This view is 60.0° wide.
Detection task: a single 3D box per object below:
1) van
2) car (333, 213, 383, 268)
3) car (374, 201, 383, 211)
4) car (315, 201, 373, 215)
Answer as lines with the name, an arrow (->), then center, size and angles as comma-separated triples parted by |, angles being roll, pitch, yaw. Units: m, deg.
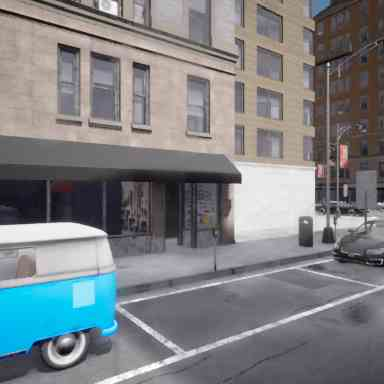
van -> -2.941, 1.341, 4.092 | 3.998, 1.788, 1.690 | 0, 0, -35
car -> 6.278, 1.551, 10.666 | 4.403, 1.369, 2.008 | 0, 0, -35
car -> 21.764, 1.523, 36.931 | 1.895, 1.301, 4.718 | 0, 0, -36
car -> 13.814, 1.524, 30.933 | 1.895, 1.301, 4.718 | 0, 0, -35
